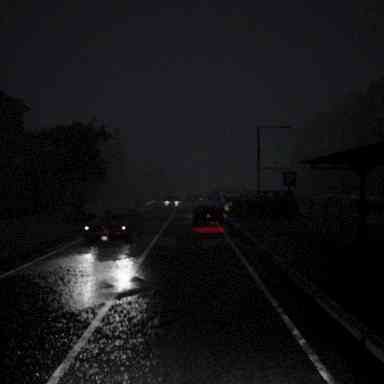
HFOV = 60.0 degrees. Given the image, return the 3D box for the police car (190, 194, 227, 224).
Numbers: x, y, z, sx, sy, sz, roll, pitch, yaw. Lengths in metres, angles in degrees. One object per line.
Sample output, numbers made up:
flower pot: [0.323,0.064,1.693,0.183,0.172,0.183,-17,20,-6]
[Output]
police car: [0.978,1.171,22.314,1.930,1.638,5.238,0,1,0]

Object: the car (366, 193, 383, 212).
car: [18.820,1.121,30.568,5.008,1.535,2.097,0,1,0]

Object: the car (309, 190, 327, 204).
car: [18.983,0.925,44.449,5.366,1.575,1.946,0,1,0]

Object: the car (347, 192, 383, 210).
car: [18.817,1.084,33.344,5.008,1.535,2.097,0,1,0]

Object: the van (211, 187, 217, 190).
van: [5.823,0.516,54.944,4.442,1.987,1.878,0,1,0]

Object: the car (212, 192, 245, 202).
car: [5.716,0.796,52.141,4.892,1.521,2.231,0,1,0]

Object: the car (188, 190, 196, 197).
car: [0.012,0.357,72.848,1.837,1.490,4.892,0,1,0]

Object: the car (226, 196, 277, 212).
car: [5.736,1.134,32.515,4.674,1.452,2.002,0,1,0]

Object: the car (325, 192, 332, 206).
car: [18.799,1.011,38.894,4.892,1.521,2.231,0,1,0]

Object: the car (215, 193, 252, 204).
car: [5.745,0.926,46.532,4.792,1.488,2.163,0,1,0]

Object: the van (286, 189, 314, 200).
van: [18.898,0.445,58.325,4.442,1.987,1.878,0,1,0]

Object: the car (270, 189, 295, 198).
car: [18.799,0.310,69.428,4.553,1.767,2.185,0,1,0]

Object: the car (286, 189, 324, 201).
car: [18.814,0.478,55.549,5.566,2.045,2.435,0,1,0]

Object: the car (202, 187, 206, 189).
car: [5.654,0.075,74.560,5.566,2.045,2.435,0,1,0]

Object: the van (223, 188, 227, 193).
van: [5.846,0.831,35.314,4.442,1.987,1.878,0,1,0]

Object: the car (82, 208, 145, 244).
car: [-3.347,1.444,14.992,1.895,1.301,4.718,0,1,0]

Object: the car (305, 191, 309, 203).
car: [18.765,0.916,47.220,4.792,1.488,2.163,0,1,0]

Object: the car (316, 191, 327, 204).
car: [18.796,0.970,41.672,5.008,1.535,2.097,0,1,0]

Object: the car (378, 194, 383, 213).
car: [18.825,1.159,27.793,4.892,1.521,2.231,0,1,0]

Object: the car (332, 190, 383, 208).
car: [18.780,0.795,36.116,5.566,2.045,2.435,0,1,0]

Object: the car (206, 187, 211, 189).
car: [5.675,0.431,57.743,5.566,2.045,2.435,0,1,0]

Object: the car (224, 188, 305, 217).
car: [5.711,0.918,26.904,5.566,2.045,2.435,0,1,0]

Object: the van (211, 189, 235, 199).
van: [5.813,0.338,63.350,4.442,1.987,1.878,0,1,0]

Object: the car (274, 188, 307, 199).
car: [18.804,0.302,63.874,5.566,2.045,2.435,0,1,0]

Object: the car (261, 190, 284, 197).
car: [18.764,0.260,77.755,4.892,1.521,2.231,0,1,0]

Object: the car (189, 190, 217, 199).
car: [0.979,0.957,32.184,2.097,1.767,4.553,0,1,0]

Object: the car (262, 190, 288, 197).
car: [18.577,0.315,74.979,5.366,1.575,1.946,0,1,0]

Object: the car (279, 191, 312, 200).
car: [18.964,0.609,61.103,5.366,1.575,1.946,0,1,0]

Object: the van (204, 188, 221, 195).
van: [5.549,-0.197,88.574,4.442,1.987,1.878,0,1,0]

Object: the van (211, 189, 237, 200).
van: [5.816,0.397,60.548,4.442,1.987,1.878,0,1,0]

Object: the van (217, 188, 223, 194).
van: [5.606,0.755,40.924,4.442,1.987,1.878,0,1,0]

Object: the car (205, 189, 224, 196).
car: [5.641,0.022,82.971,4.553,1.767,2.185,0,1,0]

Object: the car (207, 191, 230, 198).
car: [5.683,0.426,71.764,4.674,1.452,2.002,0,1,0]

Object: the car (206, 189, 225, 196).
car: [5.645,0.082,80.168,4.553,1.767,2.185,0,1,0]

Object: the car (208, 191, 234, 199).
car: [5.686,0.505,66.158,4.892,1.521,2.231,0,1,0]

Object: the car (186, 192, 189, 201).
car: [0.009,0.657,57.827,1.882,1.535,5.008,0,1,0]

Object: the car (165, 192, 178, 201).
car: [-3.306,0.705,55.187,1.882,1.535,5.008,0,1,0]

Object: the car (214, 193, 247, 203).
car: [5.710,0.887,49.339,4.674,1.452,2.002,0,1,0]
